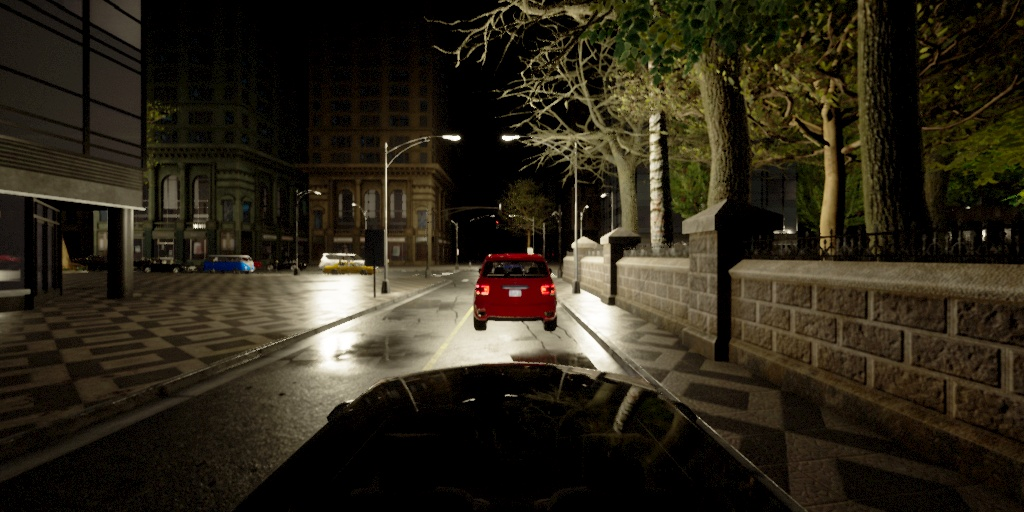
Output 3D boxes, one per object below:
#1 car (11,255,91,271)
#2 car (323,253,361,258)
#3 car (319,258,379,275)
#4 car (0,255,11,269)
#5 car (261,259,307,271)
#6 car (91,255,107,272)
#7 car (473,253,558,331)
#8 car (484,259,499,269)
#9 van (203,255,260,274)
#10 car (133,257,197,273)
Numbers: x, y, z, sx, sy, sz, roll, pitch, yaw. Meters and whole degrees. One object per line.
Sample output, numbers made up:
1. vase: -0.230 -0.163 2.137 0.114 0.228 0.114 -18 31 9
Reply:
1. car: -43.040 0.769 33.544 4.829 1.417 1.751 0 0 0
2. car: -16.362 0.791 36.053 5.566 2.045 2.150 2 0 1
3. car: -14.941 1.117 33.380 4.829 1.417 1.751 0 0 0
4. car: -48.827 0.712 33.577 4.403 1.370 2.007 0 0 0
5. car: -26.312 1.028 41.972 4.313 1.339 1.948 0 0 0
6. car: -42.030 0.806 36.232 5.357 1.411 2.033 1 0 1
7. car: 0.099 0.963 11.067 2.150 2.045 5.566 0 0 0
8. car: -3.090 1.163 55.436 2.033 1.411 5.357 0 0 0
9. van: -26.352 0.811 33.447 3.998 1.789 1.690 0 0 0
10. car: -31.970 0.951 33.479 4.403 1.370 2.007 0 0 0
